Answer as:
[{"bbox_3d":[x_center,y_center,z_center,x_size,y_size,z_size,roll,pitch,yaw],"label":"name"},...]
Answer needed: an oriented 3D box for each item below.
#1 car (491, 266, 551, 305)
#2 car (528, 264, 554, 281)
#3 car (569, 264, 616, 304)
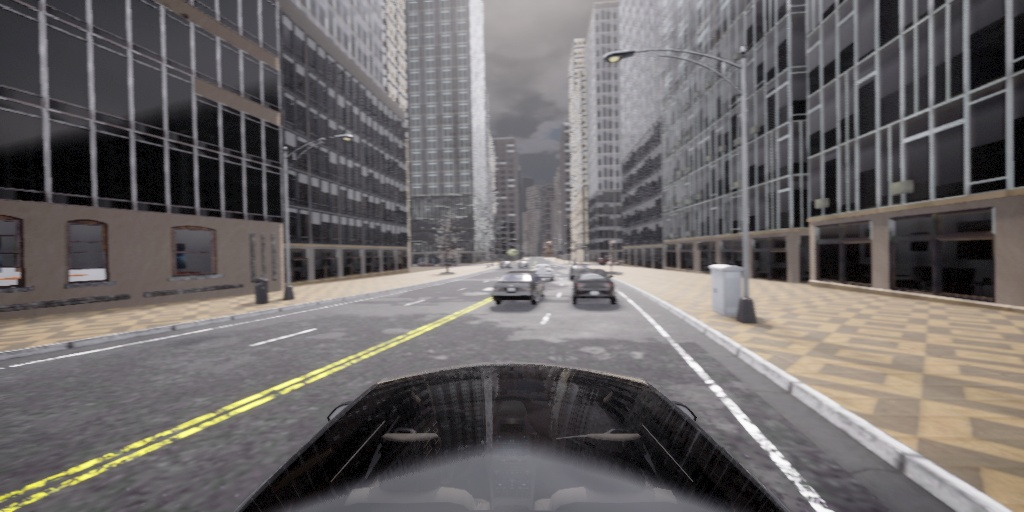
[{"bbox_3d":[0.432,1.387,16.728,2.033,1.411,5.357,-1,0,11],"label":"car"},{"bbox_3d":[2.740,1.419,32.056,1.812,1.442,4.674,-1,0,7],"label":"car"},{"bbox_3d":[3.697,1.309,16.532,1.812,1.442,4.674,-1,0,10],"label":"car"}]
